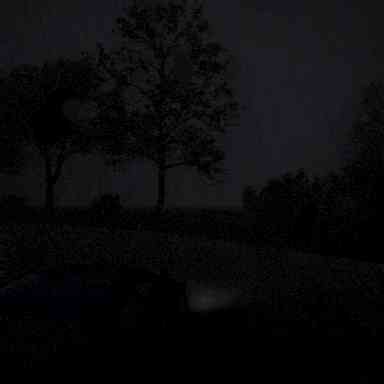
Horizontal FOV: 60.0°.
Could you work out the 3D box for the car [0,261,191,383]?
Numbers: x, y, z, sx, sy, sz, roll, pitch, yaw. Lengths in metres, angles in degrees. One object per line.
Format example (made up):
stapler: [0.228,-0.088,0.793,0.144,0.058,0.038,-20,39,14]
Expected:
car: [-1.107,1.496,3.648,1.812,1.442,4.674,0,0,6]
